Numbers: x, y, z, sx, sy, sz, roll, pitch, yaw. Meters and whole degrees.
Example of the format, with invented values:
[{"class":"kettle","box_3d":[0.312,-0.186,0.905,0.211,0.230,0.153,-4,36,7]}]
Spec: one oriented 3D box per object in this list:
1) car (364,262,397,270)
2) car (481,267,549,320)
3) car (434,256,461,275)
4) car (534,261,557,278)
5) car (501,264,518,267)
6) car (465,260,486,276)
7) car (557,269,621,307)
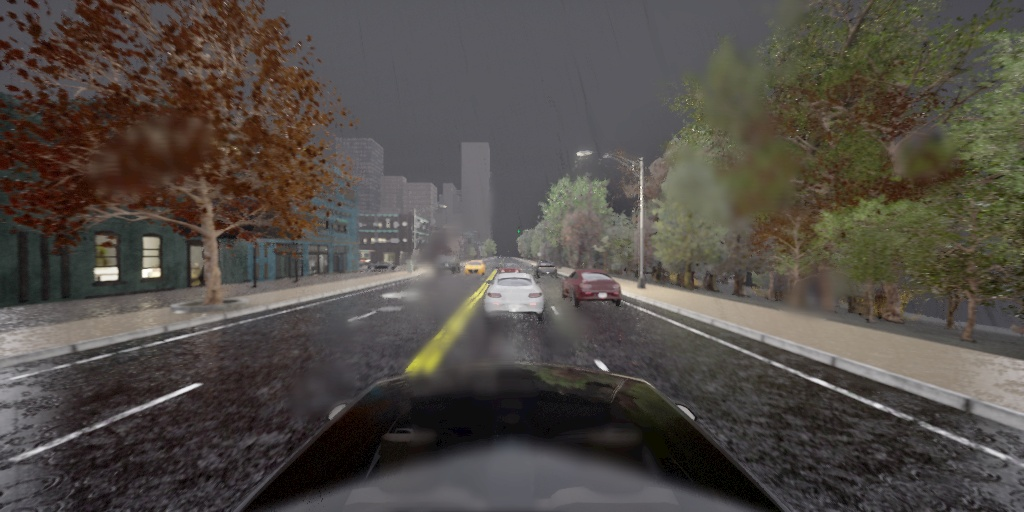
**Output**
[{"class":"car","box_3d":[-20.682,1.566,57.178,4.313,1.339,1.948,0,0,-1]},{"class":"car","box_3d":[0.062,1.274,12.471,1.812,1.442,4.674,0,0,-1]},{"class":"car","box_3d":[-7.021,0.971,39.589,2.150,2.045,5.566,0,0,-1]},{"class":"car","box_3d":[3.015,1.237,32.929,2.128,1.511,4.902,0,0,-1]},{"class":"car","box_3d":[-0.228,1.347,32.552,1.895,1.301,4.718,0,0,-1]},{"class":"car","box_3d":[-3.738,1.225,36.959,1.882,1.535,5.008,0,0,-1]},{"class":"car","box_3d":[3.268,1.273,15.342,1.812,1.442,4.674,0,0,-1]}]
